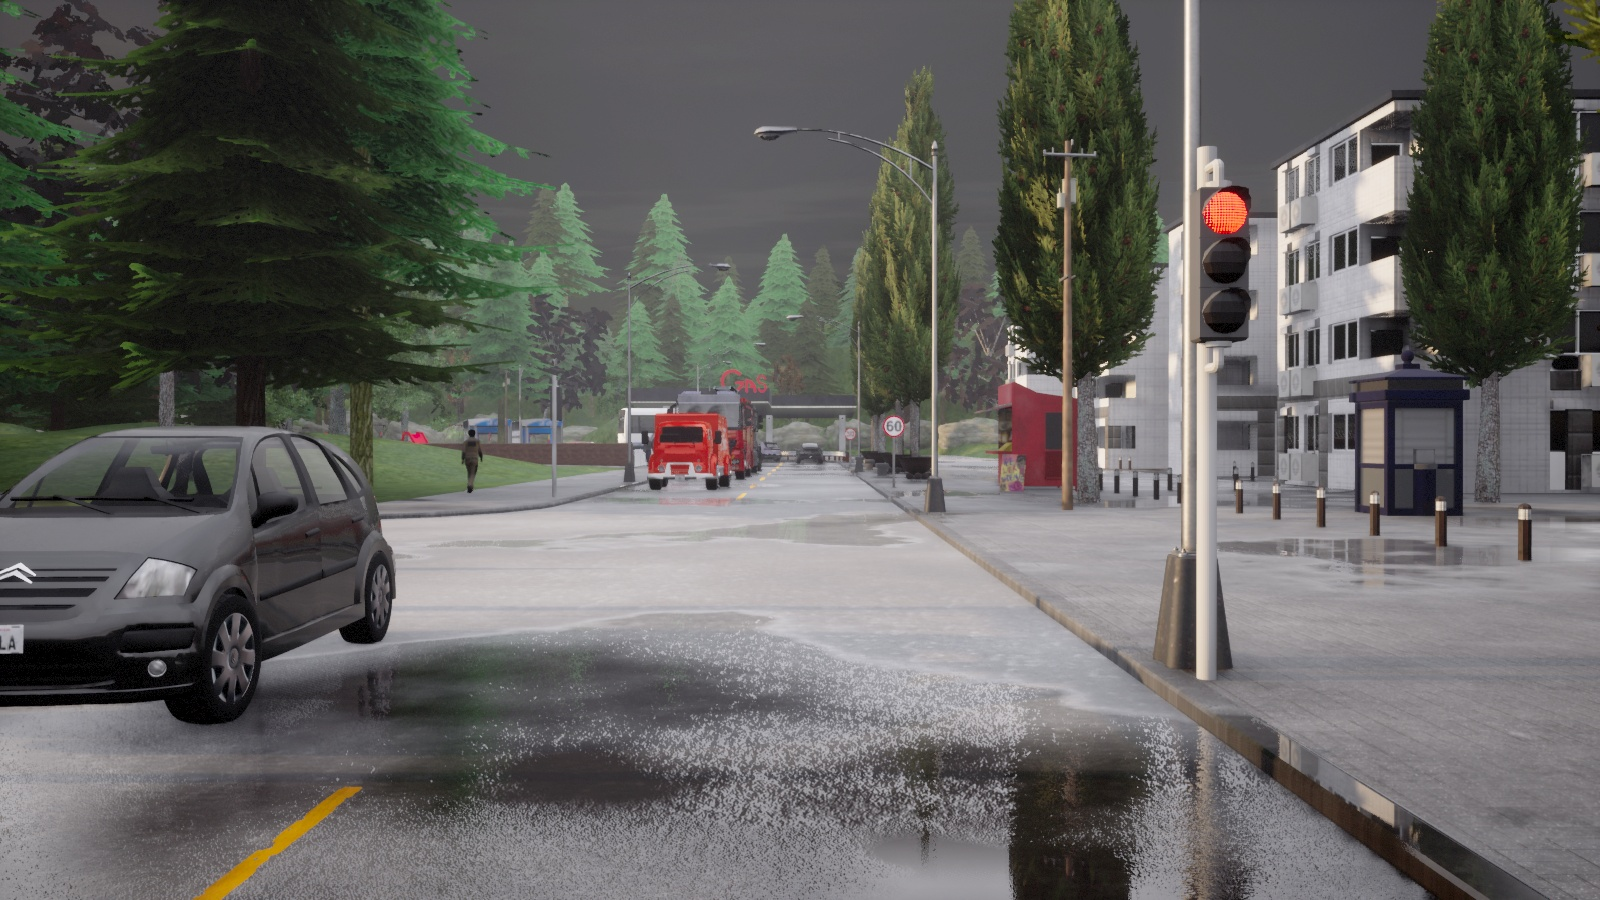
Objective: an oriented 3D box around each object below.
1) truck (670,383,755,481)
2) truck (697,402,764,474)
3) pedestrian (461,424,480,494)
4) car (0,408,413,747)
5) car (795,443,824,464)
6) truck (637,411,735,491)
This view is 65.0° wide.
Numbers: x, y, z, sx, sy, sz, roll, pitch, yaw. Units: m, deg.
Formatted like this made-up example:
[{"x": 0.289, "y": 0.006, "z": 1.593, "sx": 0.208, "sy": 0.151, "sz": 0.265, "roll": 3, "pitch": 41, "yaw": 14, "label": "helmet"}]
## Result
[{"x": -3.575, "y": -0.721, "z": 53.228, "sx": 2.891, "sy": 3.827, "sz": 8.468, "roll": 0, "pitch": 0, "yaw": 1, "label": "truck"}, {"x": -3.469, "y": -0.603, "z": 64.590, "sx": 2.891, "sy": 3.462, "sz": 7.936, "roll": 0, "pitch": 0, "yaw": 1, "label": "truck"}, {"x": -9.179, "y": 0.251, "z": 35.012, "sx": 0.396, "sy": 1.930, "sz": 0.692, "roll": 0, "pitch": 0, "yaw": -4, "label": "pedestrian"}, {"x": -3.923, "y": 0.596, "z": 7.976, "sx": 1.851, "sy": 1.617, "sz": 3.988, "roll": 0, "pitch": 0, "yaw": -2, "label": "car"}, {"x": 0.663, "y": 0.236, "z": 91.572, "sx": 1.837, "sy": 1.490, "sz": 4.892, "roll": 0, "pitch": 0, "yaw": -2, "label": "car"}, {"x": -3.652, "y": 0.024, "z": 41.332, "sx": 2.627, "sy": 2.467, "sz": 5.204, "roll": 0, "pitch": 0, "yaw": 1, "label": "truck"}]
